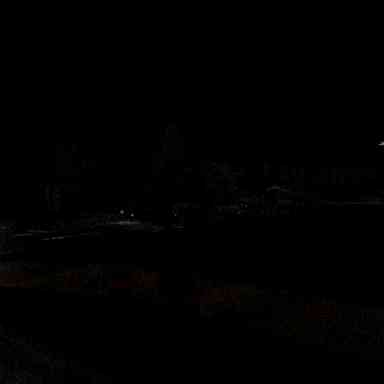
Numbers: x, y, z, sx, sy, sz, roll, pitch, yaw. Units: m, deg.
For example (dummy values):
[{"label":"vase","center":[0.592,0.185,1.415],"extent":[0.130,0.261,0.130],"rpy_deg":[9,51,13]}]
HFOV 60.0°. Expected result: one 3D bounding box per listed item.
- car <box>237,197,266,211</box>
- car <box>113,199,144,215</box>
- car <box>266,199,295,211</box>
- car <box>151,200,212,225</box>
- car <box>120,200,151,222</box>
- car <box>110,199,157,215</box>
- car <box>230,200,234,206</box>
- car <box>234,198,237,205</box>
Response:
[{"label":"car","center":[7.931,1.505,41.990],"extent":[1.837,1.490,4.892],"rpy_deg":[0,0,36]},{"label":"car","center":[-4.628,1.492,30.707],"extent":[2.128,1.511,4.902],"rpy_deg":[0,0,36]},{"label":"car","center":[11.046,1.526,40.310],"extent":[1.812,1.442,4.674],"rpy_deg":[0,0,36]},{"label":"car","center":[-0.451,1.478,24.550],"extent":[1.882,1.535,5.008],"rpy_deg":[0,0,36]},{"label":"car","center":[-3.312,1.564,26.568],"extent":[1.994,1.385,4.181],"rpy_deg":[0,0,36]},{"label":"car","center":[-6.036,1.504,34.718],"extent":[1.837,1.490,4.892],"rpy_deg":[0,0,36]},{"label":"car","center":[7.898,1.564,53.744],"extent":[1.994,1.385,4.181],"rpy_deg":[0,0,37]},{"label":"car","center":[8.495,1.525,48.667],"extent":[1.812,1.442,4.674],"rpy_deg":[0,0,37]}]
